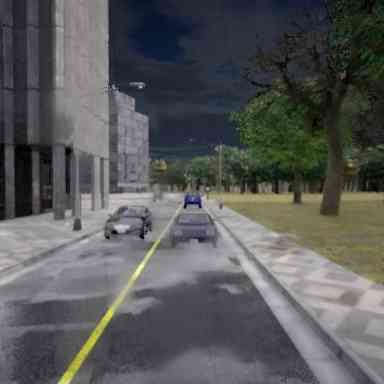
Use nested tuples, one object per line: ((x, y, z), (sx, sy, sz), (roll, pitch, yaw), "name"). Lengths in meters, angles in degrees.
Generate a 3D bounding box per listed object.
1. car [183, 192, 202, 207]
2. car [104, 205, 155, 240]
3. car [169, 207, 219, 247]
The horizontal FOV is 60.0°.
((0.089, 0.954, 42.455), (2.150, 2.045, 5.566), (0, 0, 0), "car")
((-3.019, 1.418, 16.758), (2.128, 1.511, 4.902), (0, 0, 0), "car")
((0.085, 1.539, 14.624), (1.895, 1.301, 4.718), (0, 0, 0), "car")
